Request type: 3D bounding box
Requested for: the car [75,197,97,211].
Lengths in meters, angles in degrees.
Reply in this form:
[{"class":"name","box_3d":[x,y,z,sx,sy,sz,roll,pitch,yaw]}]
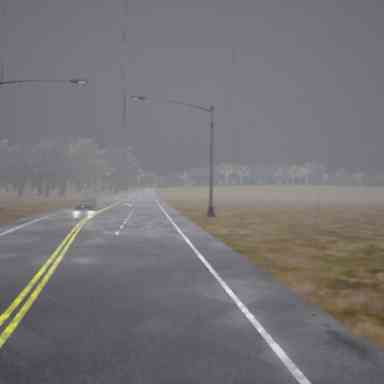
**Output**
[{"class":"car","box_3d":[-12.128,1.330,38.351,1.837,1.490,4.892,1,0,-7]}]
